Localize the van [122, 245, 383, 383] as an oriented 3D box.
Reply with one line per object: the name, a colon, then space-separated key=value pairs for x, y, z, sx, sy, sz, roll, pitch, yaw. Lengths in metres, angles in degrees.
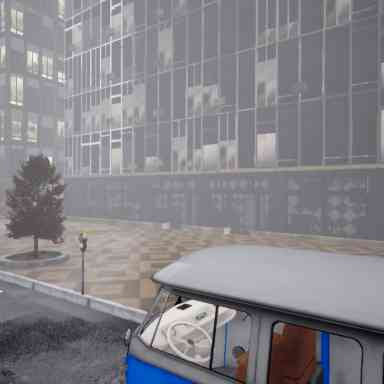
van: x=1.332 y=1.341 z=1.918 sx=3.998 sy=1.788 sz=1.690 roll=0 pitch=0 yaw=35
